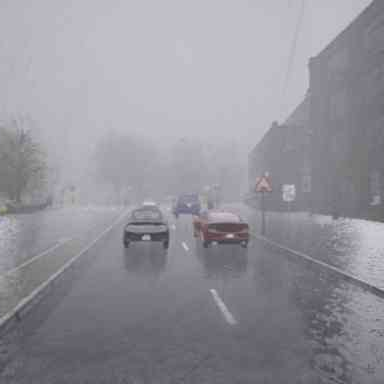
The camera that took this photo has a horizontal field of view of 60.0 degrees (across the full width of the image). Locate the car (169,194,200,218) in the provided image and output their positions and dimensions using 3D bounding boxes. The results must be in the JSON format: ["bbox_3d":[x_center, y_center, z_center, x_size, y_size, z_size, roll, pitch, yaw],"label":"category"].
[{"bbox_3d":[-0.548,1.195,29.963,2.150,2.045,5.566,1,1,-7],"label":"car"}]

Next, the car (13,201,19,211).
[{"bbox_3d":[-18.303,1.235,30.005,4.892,1.521,2.231,1,0,-7],"label":"car"}]

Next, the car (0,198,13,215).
[{"bbox_3d":[-17.978,1.252,27.269,5.008,1.535,2.097,1,0,-7],"label":"car"}]

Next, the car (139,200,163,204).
[{"bbox_3d":[-3.816,1.448,29.915,1.812,1.442,4.674,1,1,-7],"label":"car"}]

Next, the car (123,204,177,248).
[{"bbox_3d":[-2.005,1.511,14.914,2.128,1.511,4.902,1,0,-7],"label":"car"}]

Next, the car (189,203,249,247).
[{"bbox_3d":[1.201,1.548,15.477,1.882,1.535,5.008,1,0,-7],"label":"car"}]
